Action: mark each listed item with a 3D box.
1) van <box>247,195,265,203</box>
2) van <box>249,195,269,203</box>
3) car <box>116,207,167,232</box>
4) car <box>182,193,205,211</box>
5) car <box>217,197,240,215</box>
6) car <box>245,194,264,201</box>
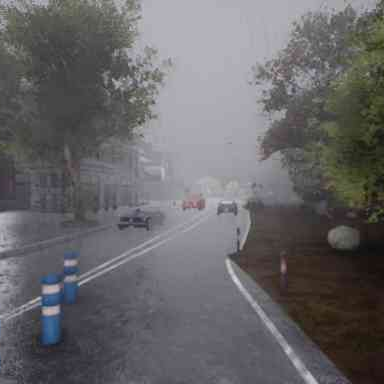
[{"bbox_3d":[17.513,1.895,91.353,4.442,1.987,1.878,1,-1,-13],"label":"van"},{"bbox_3d":[15.986,1.660,79.611,4.442,1.987,1.878,1,-1,-13],"label":"van"},{"bbox_3d":[-2.966,1.584,20.322,1.895,1.301,4.718,0,0,9],"label":"car"},{"bbox_3d":[0.314,1.196,40.004,2.150,2.045,5.566,0,0,9],"label":"car"},{"bbox_3d":[3.498,1.445,32.428,1.812,1.442,4.674,0,0,9],"label":"car"},{"bbox_3d":[14.372,1.378,67.856,5.566,2.045,2.435,1,-1,-12],"label":"car"}]
